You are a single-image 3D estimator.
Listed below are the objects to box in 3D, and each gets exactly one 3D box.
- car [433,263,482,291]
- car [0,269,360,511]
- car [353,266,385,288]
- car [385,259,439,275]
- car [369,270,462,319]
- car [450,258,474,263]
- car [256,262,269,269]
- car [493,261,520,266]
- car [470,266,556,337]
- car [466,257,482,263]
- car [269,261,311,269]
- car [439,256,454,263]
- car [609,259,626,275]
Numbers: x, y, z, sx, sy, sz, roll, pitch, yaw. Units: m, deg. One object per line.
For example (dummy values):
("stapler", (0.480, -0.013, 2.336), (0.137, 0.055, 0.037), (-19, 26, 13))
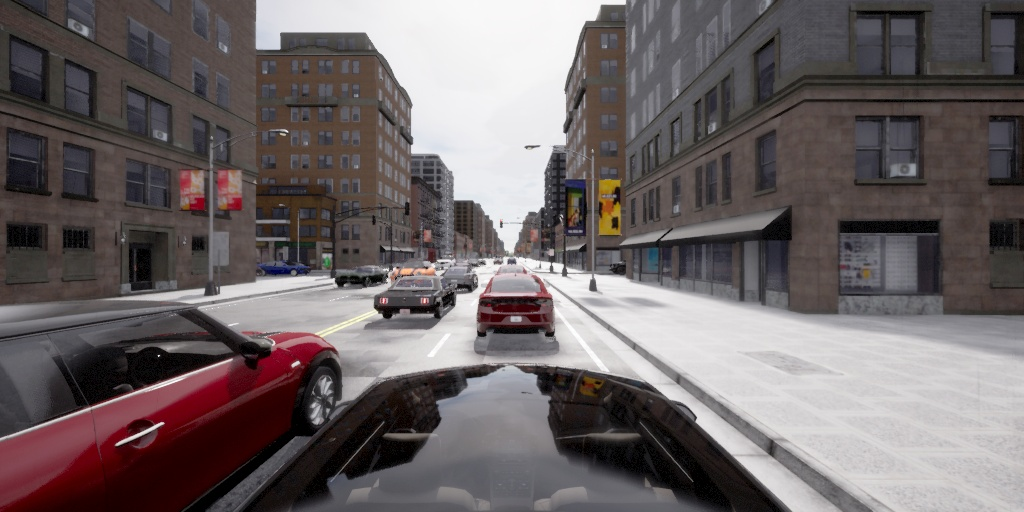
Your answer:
("car", (-3.156, 1.313, 21.542), (1.994, 1.385, 4.181), (0, 0, 0))
("car", (-3.152, 1.102, 2.626), (2.097, 1.767, 4.553), (0, 0, 0))
("car", (-9.856, 1.350, 23.832), (1.895, 1.301, 4.718), (0, 0, 0))
("car", (-6.605, 1.101, 24.249), (2.097, 1.767, 4.553), (0, 0, 0))
("car", (-3.153, 1.351, 12.785), (1.895, 1.301, 4.718), (0, 0, 0))
("car", (-6.610, 1.309, 47.729), (1.994, 1.385, 4.181), (0, 0, 0))
("car", (-25.424, 1.170, 33.129), (4.097, 1.591, 1.967), (0, 0, 0))
("car", (-0.004, 1.227, 19.881), (1.882, 1.535, 5.008), (0, 0, 0))
("car", (0.099, 1.228, 10.310), (1.882, 1.535, 5.008), (0, 0, 0))
("car", (-6.591, 1.219, 60.650), (1.882, 1.535, 5.008), (0, 0, 0))
("car", (-22.755, 1.219, 35.655), (5.008, 1.535, 1.882), (0, 0, 0))
("car", (-9.833, 0.966, 53.638), (2.150, 2.045, 5.566), (0, 0, 2))
("car", (13.365, 1.009, 38.784), (5.566, 2.045, 2.150), (0, 0, 0))
